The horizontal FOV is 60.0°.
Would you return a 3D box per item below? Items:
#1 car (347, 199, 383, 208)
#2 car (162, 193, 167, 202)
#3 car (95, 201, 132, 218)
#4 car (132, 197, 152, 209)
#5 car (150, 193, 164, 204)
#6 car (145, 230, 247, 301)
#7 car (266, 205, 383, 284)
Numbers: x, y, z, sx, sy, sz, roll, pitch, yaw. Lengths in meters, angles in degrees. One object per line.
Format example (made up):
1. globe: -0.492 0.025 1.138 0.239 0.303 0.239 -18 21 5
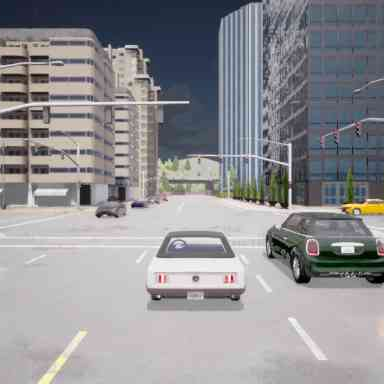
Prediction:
1. car: 16.858 1.422 31.656 5.008 1.535 1.882 0 0 1
2. car: -6.902 1.223 76.510 2.150 2.045 5.566 0 0 0
3. car: -7.061 1.515 29.554 2.033 1.411 5.357 0 0 0
4. car: -7.040 1.601 44.877 1.895 1.301 4.718 0 0 0
5. car: -6.993 1.493 61.064 2.128 1.511 4.902 0 0 0
6. car: 0.086 1.601 8.287 1.895 1.301 4.718 0 0 0
7. car: 3.594 1.352 9.777 2.097 1.767 4.553 0 0 0
